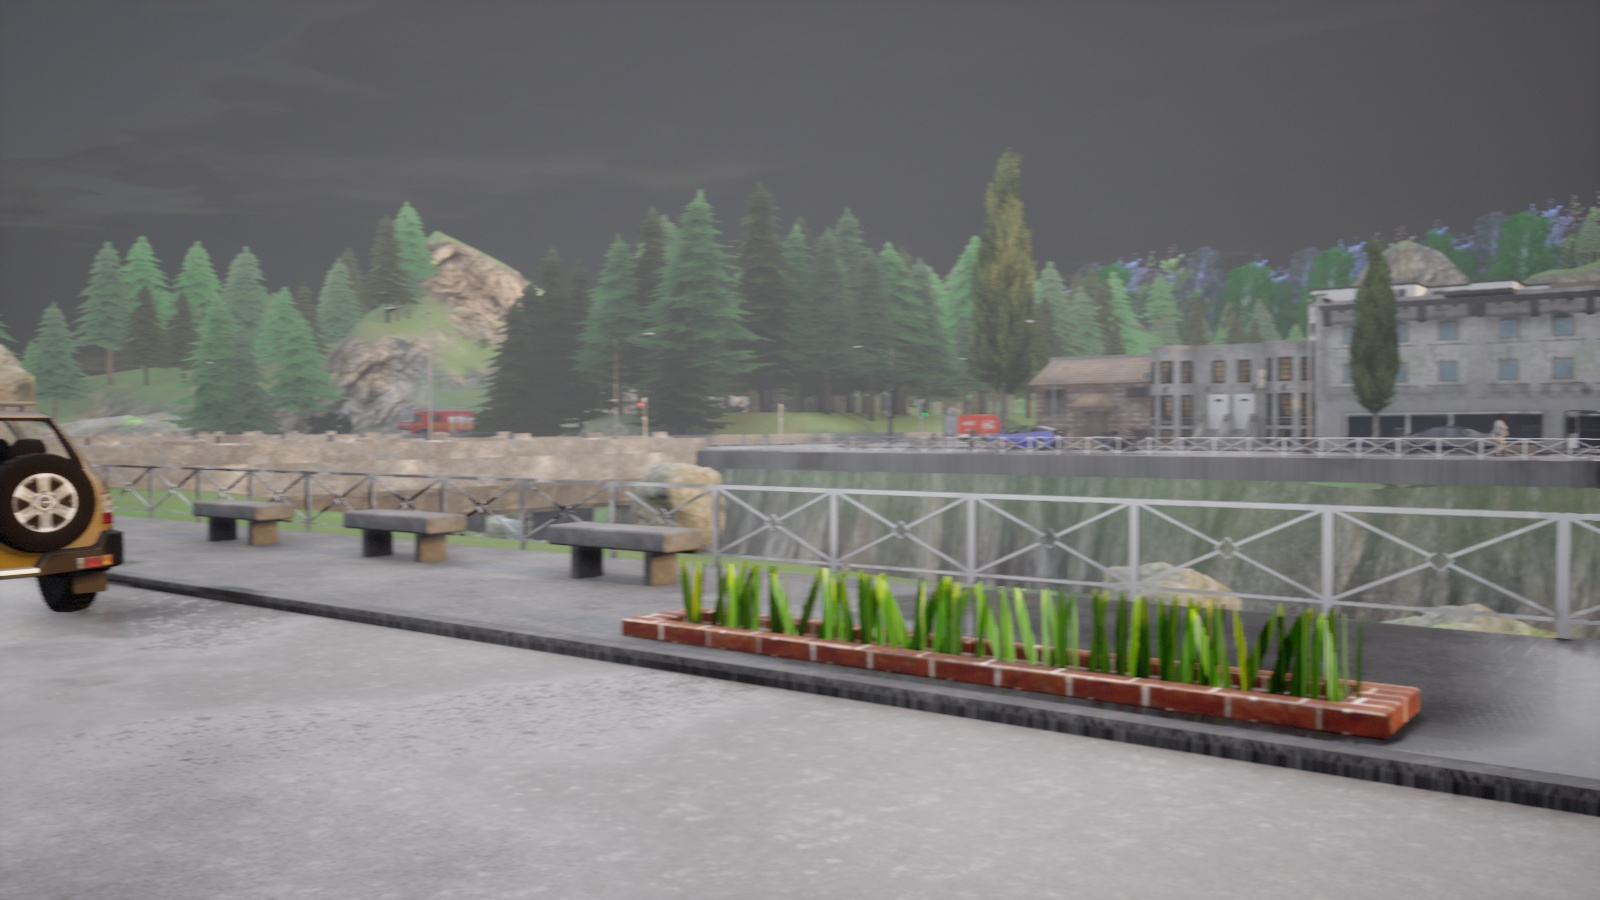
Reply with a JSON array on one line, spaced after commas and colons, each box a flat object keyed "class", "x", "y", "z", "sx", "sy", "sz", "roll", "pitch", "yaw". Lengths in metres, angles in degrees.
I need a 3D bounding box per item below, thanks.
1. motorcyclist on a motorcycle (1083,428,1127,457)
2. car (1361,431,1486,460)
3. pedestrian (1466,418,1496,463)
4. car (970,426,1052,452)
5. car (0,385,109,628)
[{"class": "motorcyclist on a motorcycle", "x": 16.794, "y": -0.428, "z": 69.146, "sx": 2.191, "sy": 1.530, "sz": 0.866, "roll": 1, "pitch": 1, "yaw": 37}, {"class": "car", "x": 31.375, "y": -0.257, "z": 63.315, "sx": 5.357, "sy": 1.411, "sz": 2.033, "roll": 1, "pitch": 1, "yaw": 37}, {"class": "pedestrian", "x": 28.424, "y": -0.392, "z": 52.397, "sx": 0.900, "sy": 1.855, "sz": 0.874, "roll": 1, "pitch": 1, "yaw": 40}, {"class": "car", "x": 12.933, "y": -0.680, "z": 76.981, "sx": 4.514, "sy": 1.525, "sz": 2.007, "roll": 1, "pitch": 1, "yaw": 37}, {"class": "car", "x": -8.055, "y": 0.405, "z": 10.819, "sx": 4.605, "sy": 1.855, "sz": 1.932, "roll": 1, "pitch": 1, "yaw": 37}]
